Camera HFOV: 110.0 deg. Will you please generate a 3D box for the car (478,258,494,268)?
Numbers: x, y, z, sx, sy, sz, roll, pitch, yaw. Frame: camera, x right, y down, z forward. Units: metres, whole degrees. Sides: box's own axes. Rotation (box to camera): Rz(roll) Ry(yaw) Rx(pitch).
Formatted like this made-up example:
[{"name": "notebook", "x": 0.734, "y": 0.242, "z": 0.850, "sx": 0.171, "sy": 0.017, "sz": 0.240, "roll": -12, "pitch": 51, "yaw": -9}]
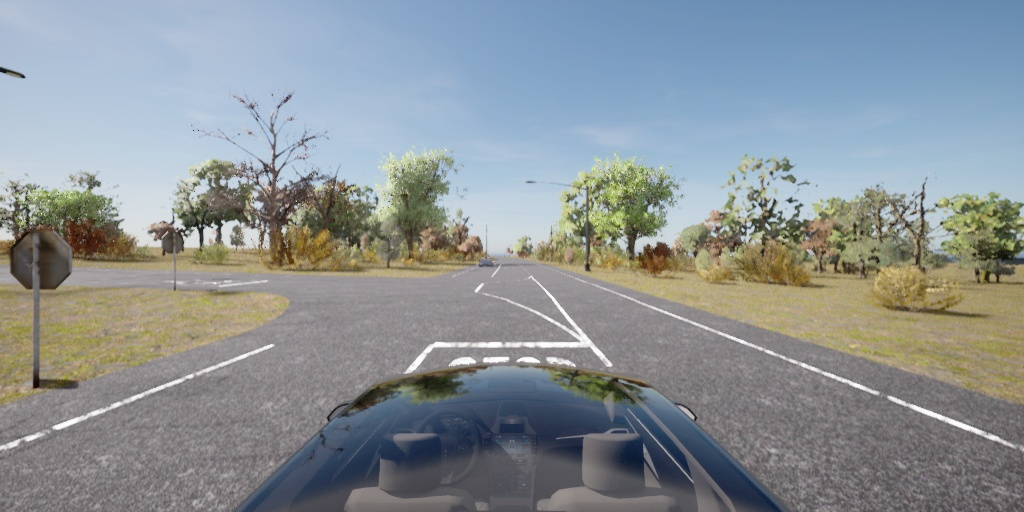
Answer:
[{"name": "car", "x": -3.636, "y": 1.026, "z": 51.070, "sx": 1.994, "sy": 1.385, "sz": 4.181, "roll": 0, "pitch": 0, "yaw": -1}]
